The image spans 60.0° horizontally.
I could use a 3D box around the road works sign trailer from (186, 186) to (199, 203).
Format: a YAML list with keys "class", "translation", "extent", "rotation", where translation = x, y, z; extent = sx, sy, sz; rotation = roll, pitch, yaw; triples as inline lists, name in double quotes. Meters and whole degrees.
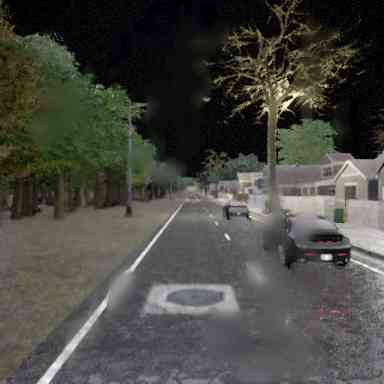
- class: "road works sign trailer"
  translation: [0.028, 0.440, 69.491]
  extent: [2.380, 3.560, 2.880]
  rotation: [0, 0, 0]

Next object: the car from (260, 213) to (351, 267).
- class: "car"
  translation: [3.605, 1.492, 11.334]
  extent: [1.837, 1.490, 4.892]
  rotation: [0, 0, 0]

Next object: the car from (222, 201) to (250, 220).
- class: "car"
  translation: [3.611, 1.467, 27.985]
  extent: [2.128, 1.511, 4.902]
  rotation: [0, 0, 0]
